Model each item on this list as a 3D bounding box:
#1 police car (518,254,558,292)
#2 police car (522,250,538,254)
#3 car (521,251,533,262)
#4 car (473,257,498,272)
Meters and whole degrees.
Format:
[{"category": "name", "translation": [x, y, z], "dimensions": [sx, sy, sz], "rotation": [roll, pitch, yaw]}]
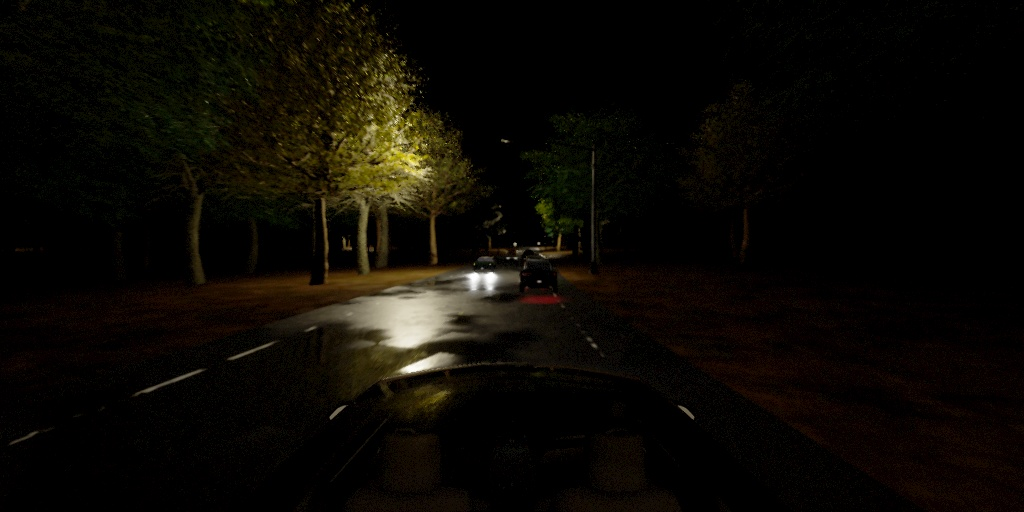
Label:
[{"category": "police car", "translation": [1.343, 0.921, 19.230], "dimensions": [1.930, 1.638, 5.238], "rotation": [0, 1, 2]}, {"category": "police car", "translation": [2.144, 0.561, 35.130], "dimensions": [1.930, 1.638, 5.238], "rotation": [0, 2, 3]}, {"category": "car", "translation": [2.364, 0.076, 55.734], "dimensions": [1.837, 1.490, 4.892], "rotation": [0, 2, 4]}, {"category": "car", "translation": [-2.537, 0.750, 34.313], "dimensions": [1.895, 1.301, 4.718], "rotation": [0, 2, 4]}]
